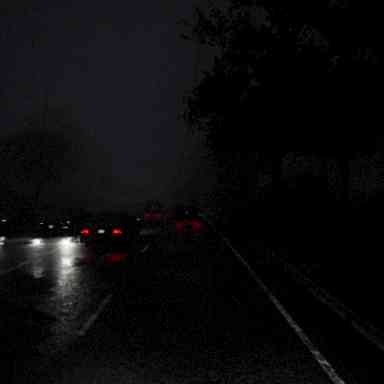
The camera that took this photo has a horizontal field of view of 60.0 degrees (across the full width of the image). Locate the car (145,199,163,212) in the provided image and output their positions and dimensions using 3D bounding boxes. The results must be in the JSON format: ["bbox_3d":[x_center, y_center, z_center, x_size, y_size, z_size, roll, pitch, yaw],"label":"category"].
[{"bbox_3d":[-4.602,1.555,39.808,2.128,1.511,4.902,0,0,-4],"label":"car"}]

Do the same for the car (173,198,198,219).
[{"bbox_3d":[-0.526,1.524,29.466,1.882,1.535,5.008,0,0,-2],"label":"car"}]

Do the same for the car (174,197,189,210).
[{"bbox_3d":[-1.500,1.548,45.250,1.882,1.535,5.008,0,0,-4],"label":"car"}]

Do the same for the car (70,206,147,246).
[{"bbox_3d":[-3.550,1.573,15.290,2.033,1.411,5.357,0,0,-1],"label":"car"}]

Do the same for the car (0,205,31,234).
[{"bbox_3d":[-10.761,1.527,19.791,2.128,1.511,4.902,0,0,-1],"label":"car"}]

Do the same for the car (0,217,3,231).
[{"bbox_3d":[-7.125,1.581,8.593,1.994,1.385,4.181,0,0,0],"label":"car"}]

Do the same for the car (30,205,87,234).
[{"bbox_3d":[-7.285,1.538,19.495,1.837,1.490,4.892,0,0,-1],"label":"car"}]
